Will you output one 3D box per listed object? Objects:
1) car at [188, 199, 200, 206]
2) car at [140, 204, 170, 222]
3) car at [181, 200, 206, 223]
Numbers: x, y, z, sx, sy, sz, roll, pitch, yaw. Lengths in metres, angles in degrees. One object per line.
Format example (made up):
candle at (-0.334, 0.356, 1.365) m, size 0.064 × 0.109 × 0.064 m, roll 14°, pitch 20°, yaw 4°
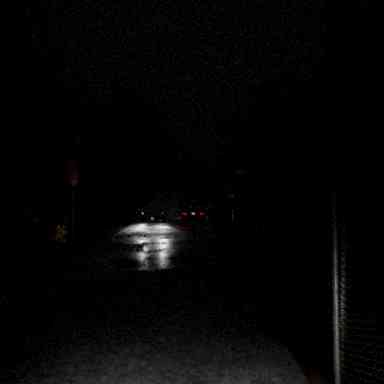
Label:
car at (0.406, 2.113, 67.130) m, size 1.812 × 1.442 × 4.674 m, roll 0°, pitch -1°, yaw 9°
car at (-2.822, 1.605, 26.057) m, size 1.895 × 1.301 × 4.718 m, roll 0°, pitch 0°, yaw 1°
car at (0.111, 1.547, 25.042) m, size 2.033 × 1.411 × 5.357 m, roll 0°, pitch 0°, yaw 0°
